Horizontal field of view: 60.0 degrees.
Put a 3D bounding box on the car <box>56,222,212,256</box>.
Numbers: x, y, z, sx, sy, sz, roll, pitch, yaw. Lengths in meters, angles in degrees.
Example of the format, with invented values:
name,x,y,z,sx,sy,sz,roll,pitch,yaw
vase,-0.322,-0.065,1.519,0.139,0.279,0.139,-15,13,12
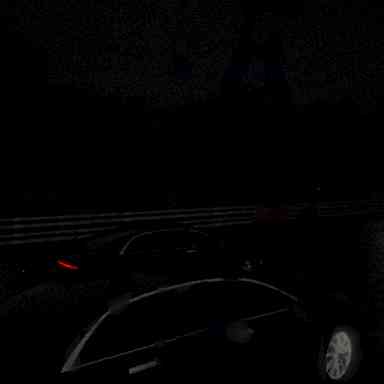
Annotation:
name,x,y,z,sx,sy,sz,roll,pitch,yaw
car,-0.548,1.450,7.569,4.892,1.490,1.837,-1,1,-34

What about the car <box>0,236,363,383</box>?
name,x,y,z,sx,sy,sz,roll,pitch,yaw
car,-0.067,1.477,3.650,4.892,1.490,1.837,-1,1,-35
